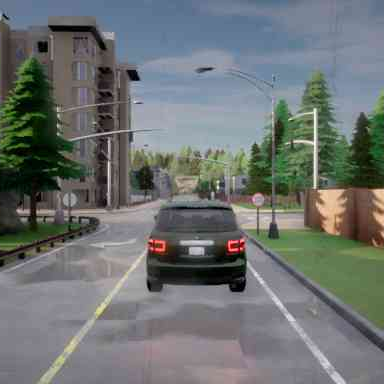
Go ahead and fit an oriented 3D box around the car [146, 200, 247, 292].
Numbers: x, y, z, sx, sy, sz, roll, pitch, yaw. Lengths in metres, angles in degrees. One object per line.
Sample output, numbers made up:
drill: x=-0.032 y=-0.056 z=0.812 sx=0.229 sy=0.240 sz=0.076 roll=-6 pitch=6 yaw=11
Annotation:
car: x=0.095 y=1.221 z=9.060 sx=2.150 sy=2.045 sz=5.566 roll=0 pitch=0 yaw=0
